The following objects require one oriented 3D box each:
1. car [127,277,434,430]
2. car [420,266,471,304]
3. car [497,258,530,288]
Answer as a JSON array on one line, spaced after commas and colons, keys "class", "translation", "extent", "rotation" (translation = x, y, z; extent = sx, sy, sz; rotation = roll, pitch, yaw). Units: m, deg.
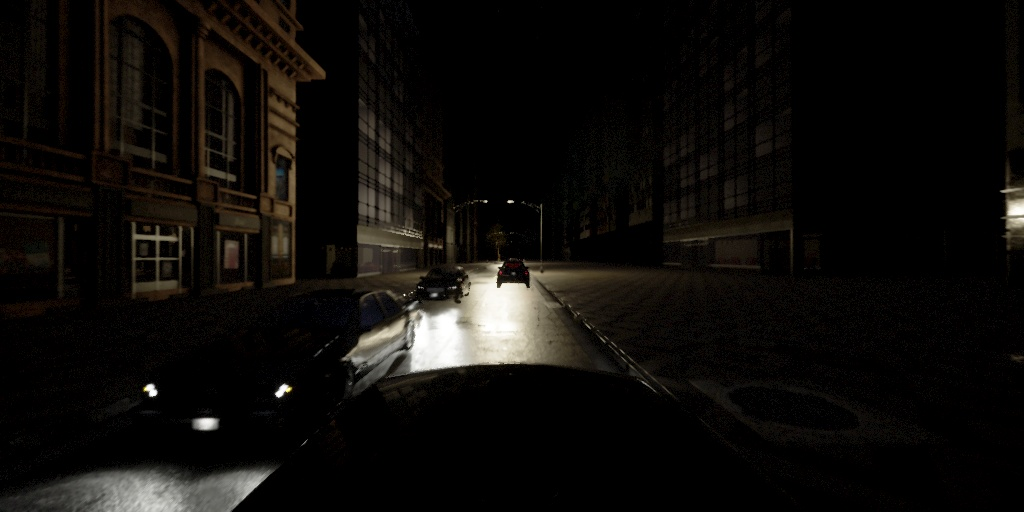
[{"class": "car", "translation": [-3.043, 1.299, 6.252], "extent": [2.033, 1.411, 5.357], "rotation": [0, 0, 1]}, {"class": "car", "translation": [-2.996, 1.245, 16.360], "extent": [2.128, 1.511, 4.902], "rotation": [0, 0, 0]}, {"class": "car", "translation": [0.099, 1.105, 24.162], "extent": [2.097, 1.767, 4.553], "rotation": [0, 0, 0]}]
